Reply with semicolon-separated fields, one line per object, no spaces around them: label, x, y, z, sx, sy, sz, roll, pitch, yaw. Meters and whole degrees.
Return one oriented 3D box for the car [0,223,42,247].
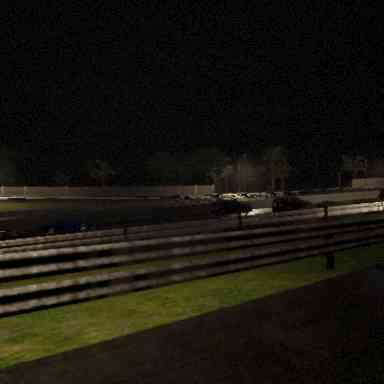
car;-14.787;3.708;26.294;4.902;1.511;2.128;-4;2;-24

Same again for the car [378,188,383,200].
car;34.088;0.262;56.265;5.566;2.045;2.150;-3;2;-24

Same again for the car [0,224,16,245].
car;-18.056;3.799;28.650;4.902;1.511;2.128;-4;2;-24

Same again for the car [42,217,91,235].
car;-13.159;3.387;34.729;5.008;1.535;1.882;-4;2;-24

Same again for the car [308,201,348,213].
car;16.982;1.798;40.775;4.674;1.442;1.812;-4;2;-24

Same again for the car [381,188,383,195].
car;32.817;0.437;51.838;5.566;2.045;2.150;-3;2;-24

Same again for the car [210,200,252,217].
car;5.026;2.005;43.016;5.566;2.045;2.150;-4;2;-24

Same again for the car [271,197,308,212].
car;12.835;1.634;42.730;5.566;2.045;2.150;-4;2;-24
